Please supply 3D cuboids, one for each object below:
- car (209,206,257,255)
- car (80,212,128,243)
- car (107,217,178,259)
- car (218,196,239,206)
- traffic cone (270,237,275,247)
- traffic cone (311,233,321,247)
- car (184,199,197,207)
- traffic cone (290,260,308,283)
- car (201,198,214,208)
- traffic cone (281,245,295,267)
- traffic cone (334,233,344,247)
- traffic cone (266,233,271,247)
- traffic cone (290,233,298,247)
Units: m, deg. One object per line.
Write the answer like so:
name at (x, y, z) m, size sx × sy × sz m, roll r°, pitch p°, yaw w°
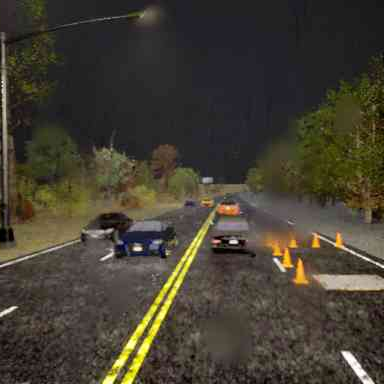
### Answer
car at (1.758, 1.720, 14.639) m, size 2.033 × 1.411 × 5.357 m, roll 0°, pitch 3°, yaw 6°
car at (-4.574, 1.898, 18.665) m, size 1.812 × 1.442 × 4.674 m, roll -1°, pitch 0°, yaw 6°
car at (-1.785, 1.874, 14.000) m, size 1.994 × 1.385 × 4.181 m, roll -1°, pitch 0°, yaw 6°
car at (3.727, 1.622, 34.257) m, size 2.097 × 1.767 × 4.553 m, roll -1°, pitch 0°, yaw 6°
traffic cone at (3.373, 2.174, 13.134) m, size 0.340 × 0.580 × 0.340 m, roll -1°, pitch 0°, yaw 6°
traffic cone at (5.557, 2.142, 14.930) m, size 0.340 × 0.580 × 0.340 m, roll -1°, pitch 0°, yaw 6°
car at (-0.292, 1.991, 59.439) m, size 1.895 × 1.301 × 4.718 m, roll -1°, pitch 0°, yaw 7°
traffic cone at (2.984, 2.167, 9.154) m, size 0.340 × 0.580 × 0.340 m, roll -1°, pitch 0°, yaw 6°
car at (2.615, 1.813, 56.179) m, size 1.882 × 1.535 × 5.008 m, roll -1°, pitch 0°, yaw 7°
traffic cone at (3.178, 2.171, 11.144) m, size 0.340 × 0.580 × 0.340 m, roll -1°, pitch 0°, yaw 6°
traffic cone at (6.553, 2.124, 14.833) m, size 0.340 × 0.580 × 0.340 m, roll -1°, pitch 0°, yaw 6°
traffic cone at (3.567, 2.177, 15.125) m, size 0.340 × 0.580 × 0.340 m, roll -1°, pitch 0°, yaw 6°
traffic cone at (4.562, 2.159, 15.027) m, size 0.340 × 0.580 × 0.340 m, roll -1°, pitch 0°, yaw 6°
